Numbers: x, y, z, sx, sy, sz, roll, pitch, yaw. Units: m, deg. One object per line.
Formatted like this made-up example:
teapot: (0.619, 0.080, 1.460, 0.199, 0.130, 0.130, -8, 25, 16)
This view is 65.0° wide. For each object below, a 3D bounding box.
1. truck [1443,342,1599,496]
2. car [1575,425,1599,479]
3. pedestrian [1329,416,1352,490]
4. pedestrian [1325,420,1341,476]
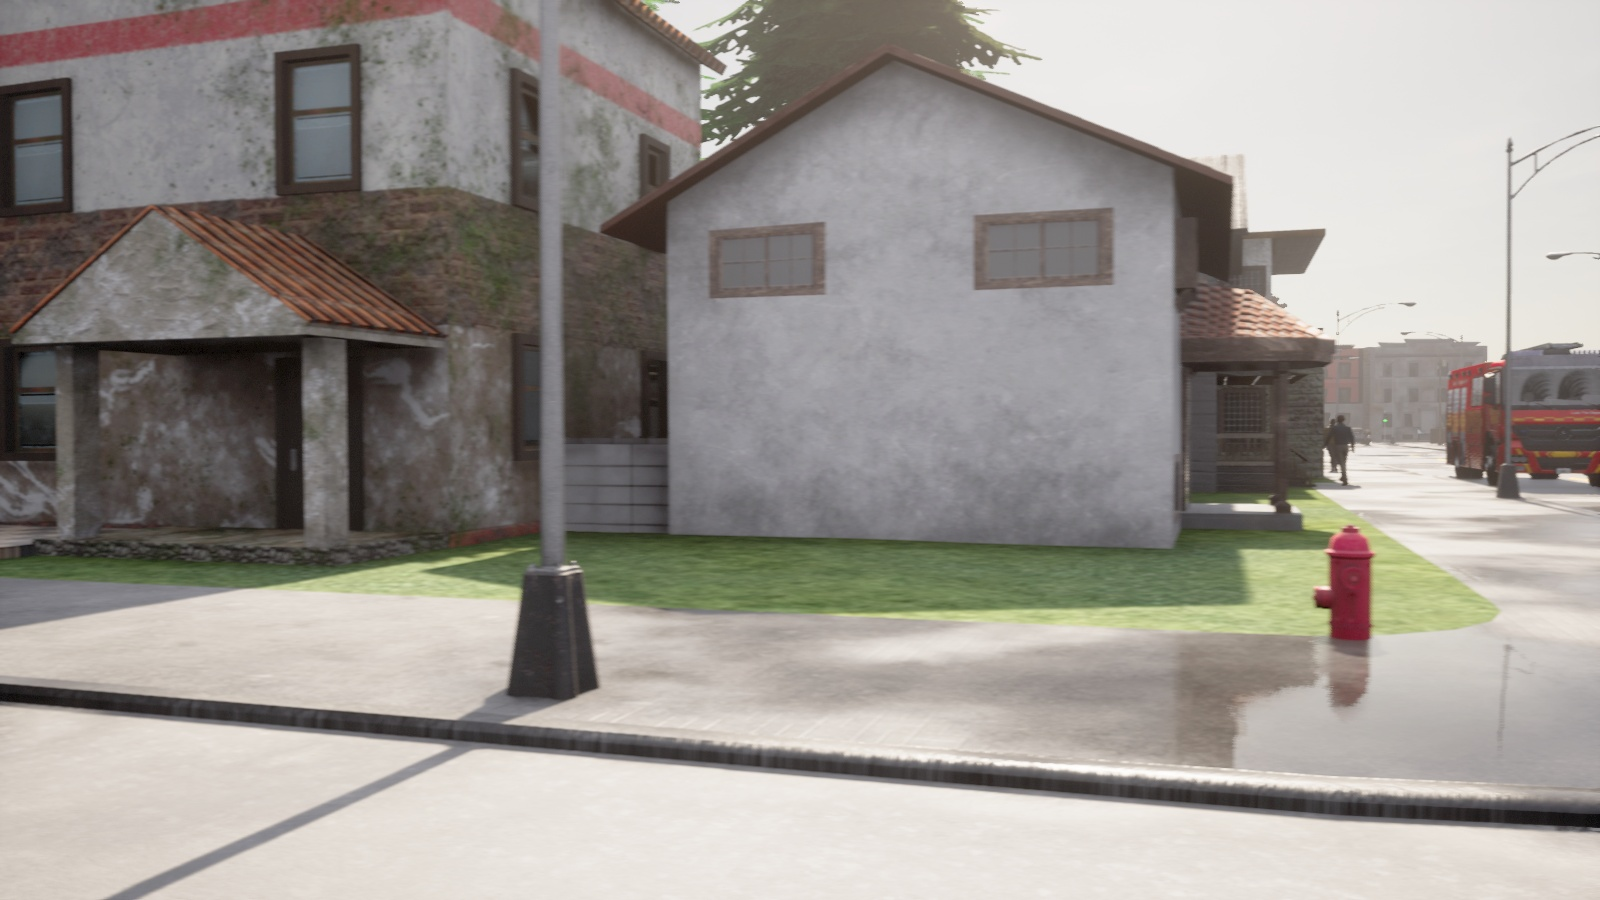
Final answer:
truck: (20.521, -0.836, 35.487, 2.891, 3.827, 8.468, 1, 1, 19)
car: (25.805, 0.074, 38.708, 2.152, 1.651, 5.027, 1, 1, 18)
pedestrian: (13.752, 0.069, 31.960, 0.370, 1.835, 0.726, 0, 1, 11)
pedestrian: (17.763, -0.076, 41.871, 0.431, 1.840, 0.709, 1, 1, 19)
